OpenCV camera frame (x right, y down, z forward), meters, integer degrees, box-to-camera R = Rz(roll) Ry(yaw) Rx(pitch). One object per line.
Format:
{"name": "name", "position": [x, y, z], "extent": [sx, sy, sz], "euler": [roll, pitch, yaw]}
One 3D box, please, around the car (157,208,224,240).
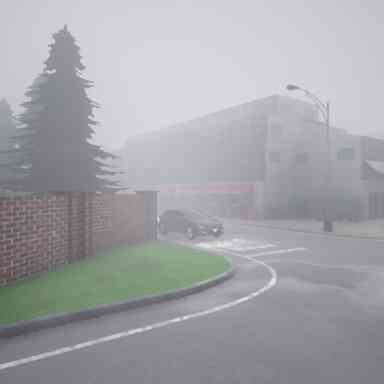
{"name": "car", "position": [-0.211, 1.682, 18.678], "extent": [1.837, 1.490, 4.892], "euler": [0, 0, -35]}

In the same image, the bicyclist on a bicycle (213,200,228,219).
{"name": "bicyclist on a bicycle", "position": [2.381, 1.479, 28.095], "extent": [1.656, 1.620, 0.582], "euler": [0, 0, -35]}
